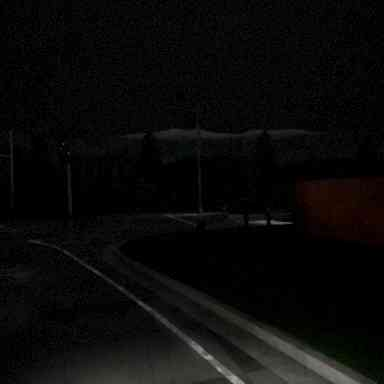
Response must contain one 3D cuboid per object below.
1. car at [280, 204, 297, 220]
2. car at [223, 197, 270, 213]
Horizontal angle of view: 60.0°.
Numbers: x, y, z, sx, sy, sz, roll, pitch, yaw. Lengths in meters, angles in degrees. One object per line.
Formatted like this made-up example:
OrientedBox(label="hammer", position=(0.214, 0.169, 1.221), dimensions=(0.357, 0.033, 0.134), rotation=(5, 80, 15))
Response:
OrientedBox(label="car", position=(8.489, 1.274, 23.740), dimensions=(4.674, 1.442, 1.812), rotation=(-1, 0, -17))
OrientedBox(label="car", position=(5.536, 1.286, 33.817), dimensions=(4.902, 1.511, 2.128), rotation=(-1, 0, -18))
